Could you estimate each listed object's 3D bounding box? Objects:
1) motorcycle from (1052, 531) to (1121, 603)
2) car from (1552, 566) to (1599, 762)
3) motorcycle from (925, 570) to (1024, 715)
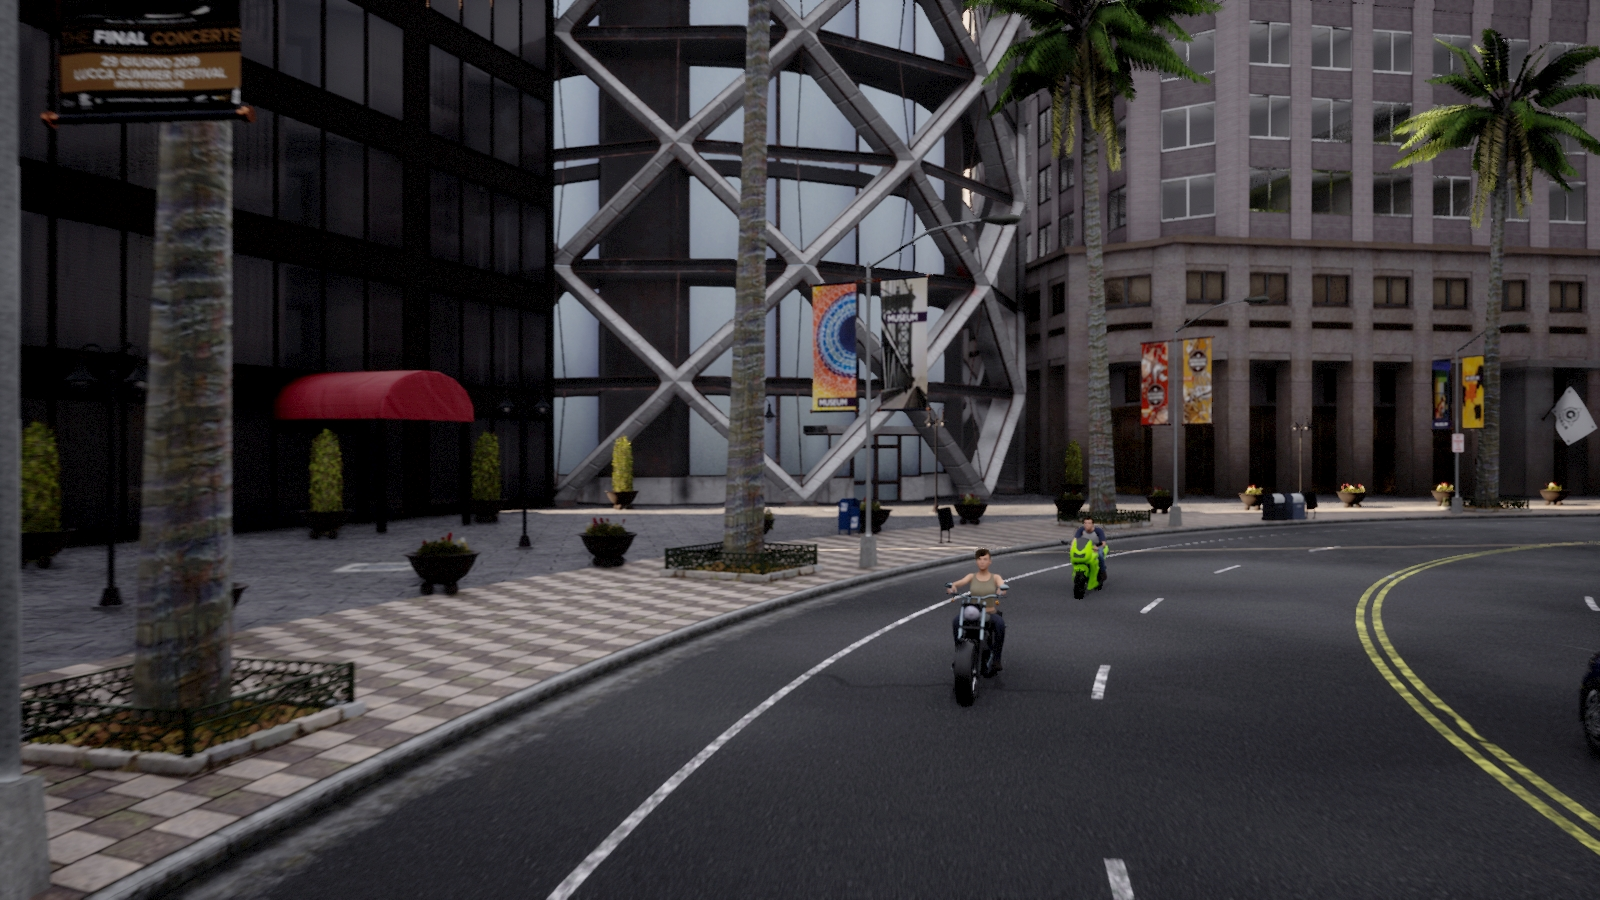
[{"bbox_3d":[5.524,2.214,21.943,0.803,1.145,2.033,1,1,28],"label":"motorcycle"},{"bbox_3d":[8.006,1.970,8.759,2.242,1.667,4.611,0,0,12],"label":"car"},{"bbox_3d":[2.079,2.171,13.350,0.764,1.277,2.356,0,0,18],"label":"motorcycle"}]
